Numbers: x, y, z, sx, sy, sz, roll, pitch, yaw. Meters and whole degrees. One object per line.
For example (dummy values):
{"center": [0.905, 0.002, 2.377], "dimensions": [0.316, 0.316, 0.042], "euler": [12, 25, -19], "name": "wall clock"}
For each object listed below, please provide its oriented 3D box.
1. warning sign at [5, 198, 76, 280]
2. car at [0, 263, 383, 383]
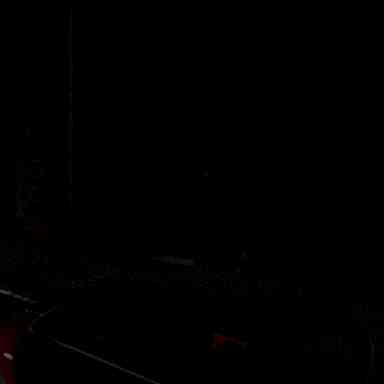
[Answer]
{"center": [-3.875, 1.112, 8.558], "dimensions": [1.060, 1.860, 1.300], "euler": [0, 0, 35], "name": "warning sign"}
{"center": [-0.389, 1.439, 3.123], "dimensions": [4.097, 1.590, 1.967], "euler": [0, 0, 35], "name": "car"}
